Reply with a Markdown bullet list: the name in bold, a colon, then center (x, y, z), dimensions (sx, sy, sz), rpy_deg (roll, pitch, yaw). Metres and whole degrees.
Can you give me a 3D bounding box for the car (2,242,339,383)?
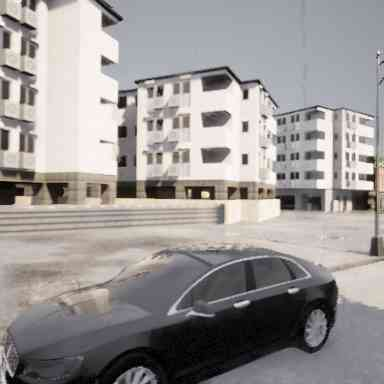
- **car**: center (0.133, 1.544, 4.702), dimensions (4.892, 1.490, 1.837), rpy_deg (2, -1, -35)
